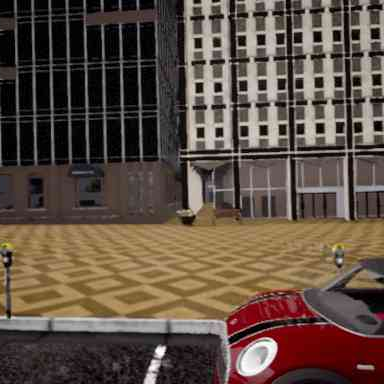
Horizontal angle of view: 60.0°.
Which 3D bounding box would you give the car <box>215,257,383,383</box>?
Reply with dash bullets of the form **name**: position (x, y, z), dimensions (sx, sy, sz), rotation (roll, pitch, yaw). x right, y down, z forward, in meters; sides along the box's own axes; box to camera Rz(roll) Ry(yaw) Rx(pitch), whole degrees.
- **car**: position (2.263, 1.448, 3.514), dimensions (4.097, 1.590, 1.967), rotation (-1, -1, 4)
